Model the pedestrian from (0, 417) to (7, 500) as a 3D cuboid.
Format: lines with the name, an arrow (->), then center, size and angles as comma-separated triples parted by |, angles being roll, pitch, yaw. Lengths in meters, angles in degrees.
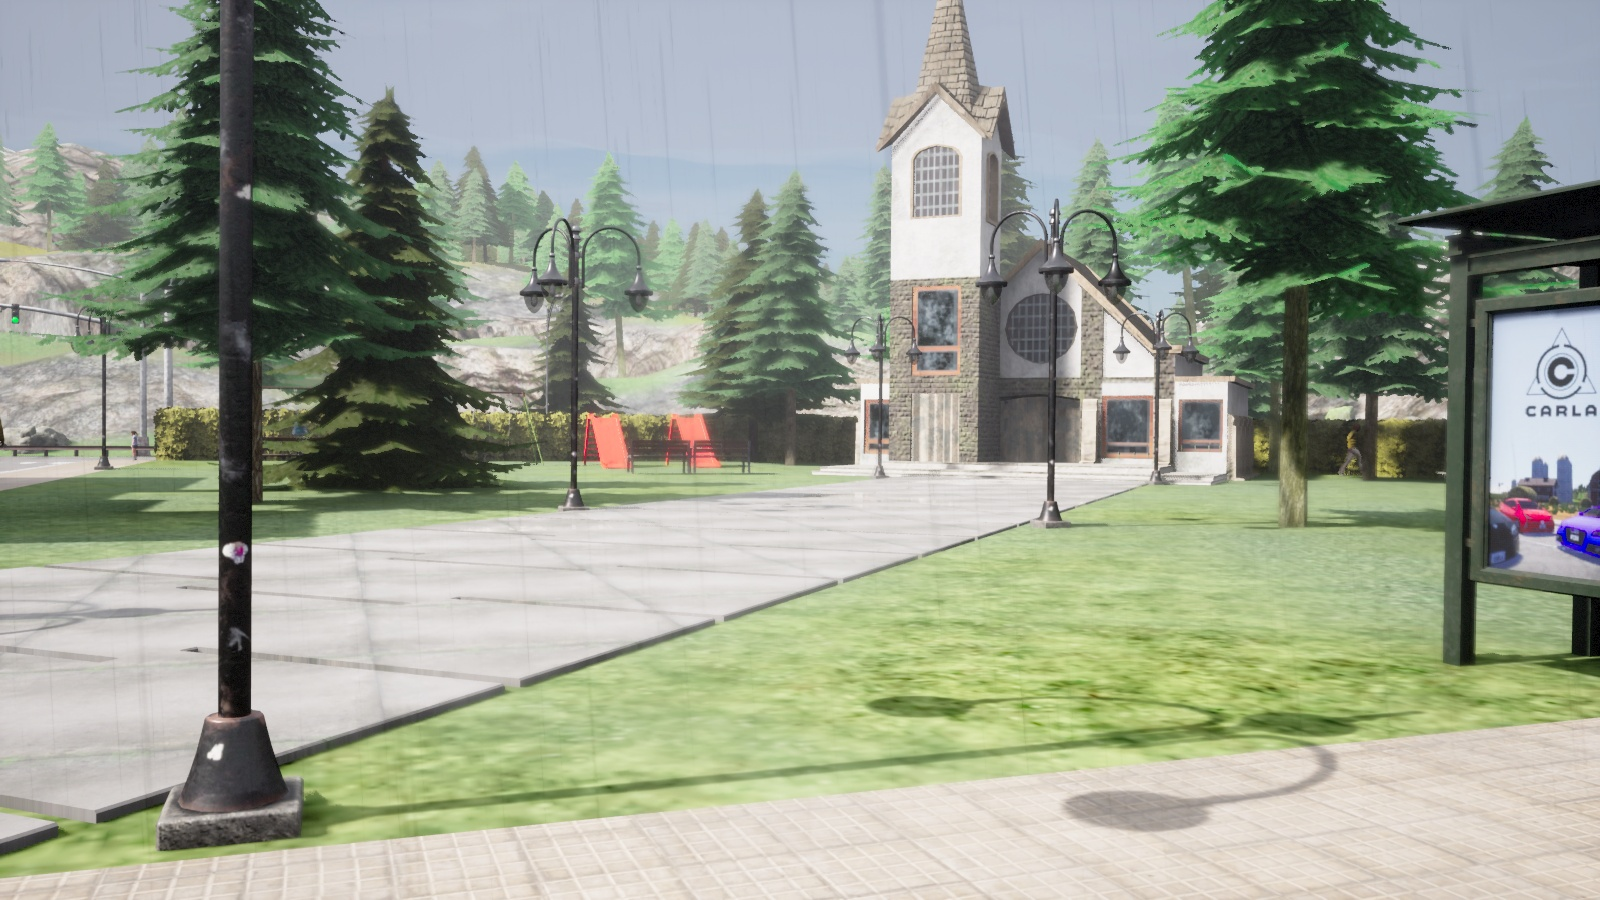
pedestrian -> -17.962, 0.184, 27.900 | 0.431, 1.840, 0.709 | -1, 1, -21

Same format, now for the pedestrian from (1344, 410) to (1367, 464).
pedestrian -> 19.047, -0.453, 43.051 | 0.726, 1.835, 0.370 | 0, 1, 25

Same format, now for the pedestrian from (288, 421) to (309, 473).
pedestrian -> -18.811, -0.127, 47.105 | 0.396, 1.930, 0.692 | 0, 1, 10
